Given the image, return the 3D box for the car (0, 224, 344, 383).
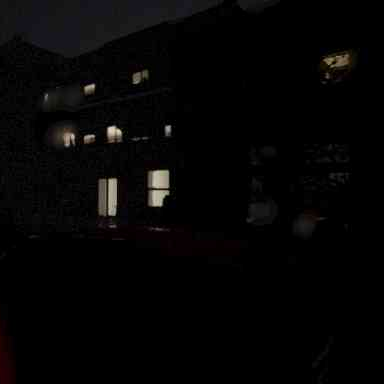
[{"bbox_3d":[-1.059,1.294,3.626,5.009,1.841,2.192,1,1,36],"label":"car"}]
